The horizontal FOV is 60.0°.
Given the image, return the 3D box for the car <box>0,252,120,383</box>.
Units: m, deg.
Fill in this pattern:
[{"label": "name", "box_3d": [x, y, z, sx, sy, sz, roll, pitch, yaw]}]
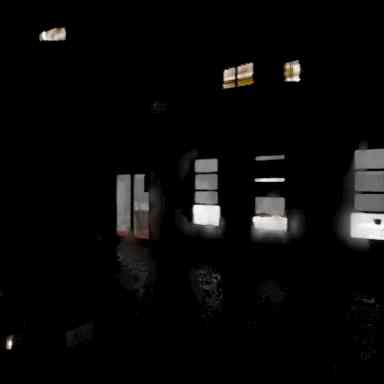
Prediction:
[{"label": "car", "box_3d": [-2.890, 1.561, 4.773, 4.313, 1.339, 1.947, 0, 1, 36]}]
